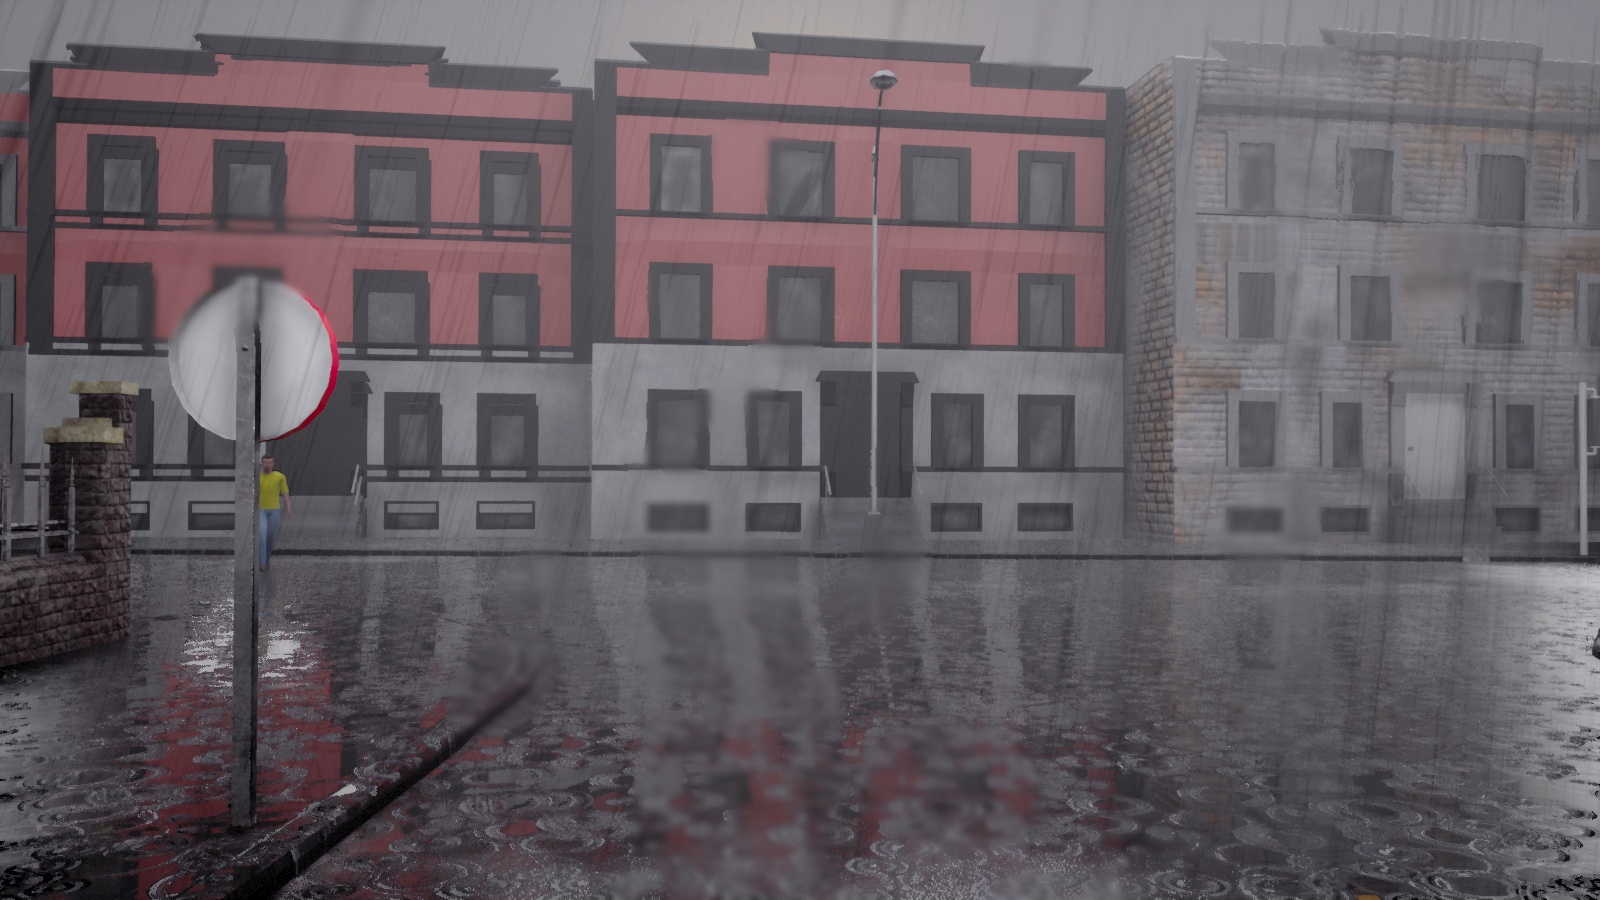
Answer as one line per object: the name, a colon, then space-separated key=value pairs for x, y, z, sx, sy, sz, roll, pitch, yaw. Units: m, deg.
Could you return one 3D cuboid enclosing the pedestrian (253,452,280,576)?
pedestrian: x=-8.084 y=0.956 z=19.042 sx=0.354 sy=1.836 sz=0.706 roll=0 pitch=-1 yaw=-22
